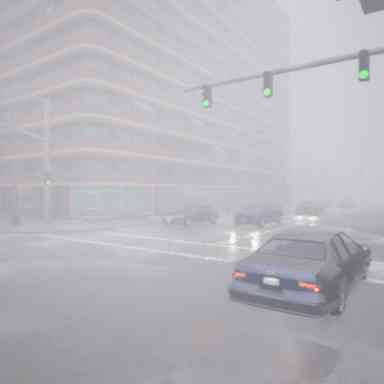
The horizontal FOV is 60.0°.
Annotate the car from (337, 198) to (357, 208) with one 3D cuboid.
[{"bbox_3d":[21.826,1.515,46.821,1.812,1.442,4.674,0,0,36],"label":"car"}]

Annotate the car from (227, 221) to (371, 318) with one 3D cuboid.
[{"bbox_3d":[2.765,1.545,7.625,2.033,1.411,5.357,0,0,35],"label":"car"}]

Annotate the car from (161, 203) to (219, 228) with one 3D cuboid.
[{"bbox_3d":[-0.022,1.478,22.073,2.128,1.511,4.902,0,0,36],"label":"car"}]

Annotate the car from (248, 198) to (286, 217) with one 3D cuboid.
[{"bbox_3d":[7.422,1.486,32.610,1.837,1.490,4.892,0,1,35],"label":"car"}]

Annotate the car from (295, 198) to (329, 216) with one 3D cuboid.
[{"bbox_3d":[11.504,1.554,32.330,1.994,1.385,4.181,0,0,35],"label":"car"}]

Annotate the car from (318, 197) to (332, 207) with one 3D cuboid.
[{"bbox_3d":[19.486,1.463,49.561,1.882,1.535,5.008,0,0,35],"label":"car"}]

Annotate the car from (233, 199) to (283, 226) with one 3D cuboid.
[{"bbox_3d":[4.568,1.468,22.497,1.882,1.535,5.008,0,0,35],"label":"car"}]
